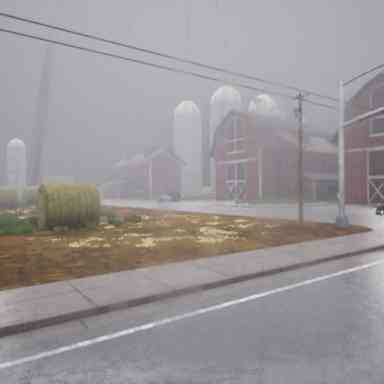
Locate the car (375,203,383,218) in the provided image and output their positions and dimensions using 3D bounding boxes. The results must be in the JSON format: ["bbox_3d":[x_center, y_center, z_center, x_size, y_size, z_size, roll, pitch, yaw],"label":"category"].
[{"bbox_3d":[15.893,1.022,24.128,2.097,1.767,4.553,-1,1,-33],"label":"car"}]

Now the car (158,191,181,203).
[{"bbox_3d":[-3.927,0.777,57.679,3.866,1.878,1.905,-2,6,11],"label":"car"}]
